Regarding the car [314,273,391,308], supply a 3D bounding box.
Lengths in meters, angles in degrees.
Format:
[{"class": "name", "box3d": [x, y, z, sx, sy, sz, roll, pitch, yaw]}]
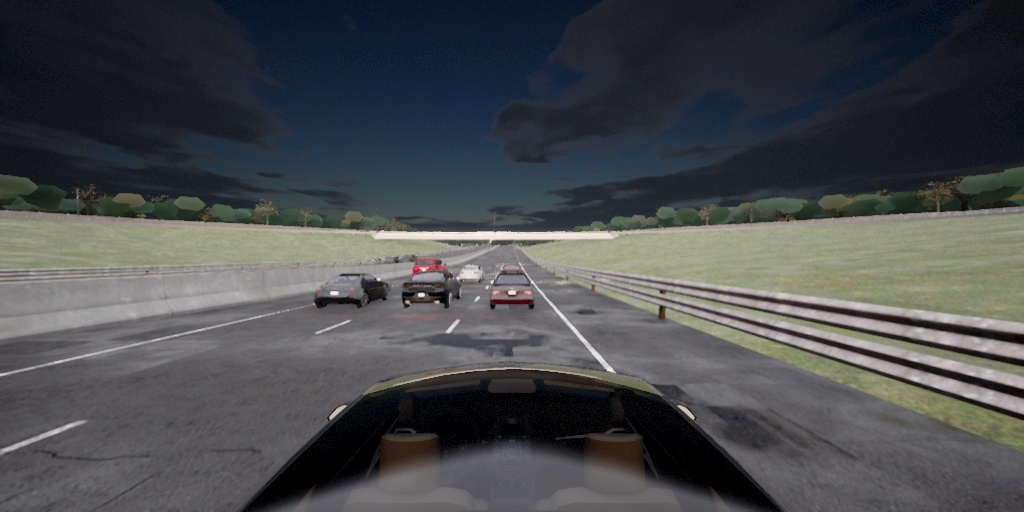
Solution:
[{"class": "car", "box3d": [-6.995, 1.458, 16.146, 1.994, 1.385, 4.181, 0, -1, 0]}]

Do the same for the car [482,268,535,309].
[{"class": "car", "box3d": [0.002, 1.438, 15.828, 2.033, 1.411, 5.357, 0, -1, 0]}]

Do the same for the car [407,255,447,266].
[{"class": "car", "box3d": [-6.996, 1.208, 30.883, 2.150, 2.045, 5.566, 0, 0, 0]}]

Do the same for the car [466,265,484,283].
[{"class": "car", "box3d": [-3.494, 1.518, 31.222, 1.812, 1.442, 4.674, 0, 0, 0]}]

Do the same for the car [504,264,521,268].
[{"class": "car", "box3d": [0.007, 1.470, 31.335, 1.882, 1.535, 5.008, 0, 0, 0]}]

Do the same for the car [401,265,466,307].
[{"class": "car", "box3d": [-3.494, 1.373, 16.323, 1.882, 1.535, 5.008, 0, 0, 0]}]
